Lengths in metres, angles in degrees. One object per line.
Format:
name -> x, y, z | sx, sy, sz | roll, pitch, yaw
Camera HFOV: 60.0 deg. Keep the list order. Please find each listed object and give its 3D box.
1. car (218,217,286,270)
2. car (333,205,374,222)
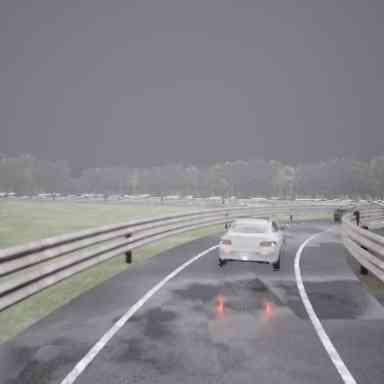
car -> 2.138, 1.582, 11.323 | 1.812, 1.442, 4.674 | 0, 0, 17
car -> 14.196, 1.895, 29.145 | 4.892, 1.490, 1.837 | 2, -1, -41
